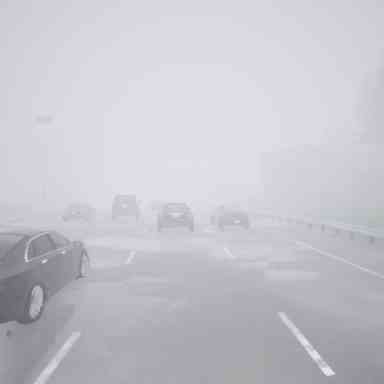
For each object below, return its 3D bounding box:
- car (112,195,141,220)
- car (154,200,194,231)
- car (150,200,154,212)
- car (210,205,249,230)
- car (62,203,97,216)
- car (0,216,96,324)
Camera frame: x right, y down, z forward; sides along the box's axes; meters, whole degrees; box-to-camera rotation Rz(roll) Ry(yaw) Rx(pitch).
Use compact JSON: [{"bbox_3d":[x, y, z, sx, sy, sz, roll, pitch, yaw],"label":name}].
[{"bbox_3d":[-5.537,1.233,28.243,2.150,2.045,5.566,0,0,-8],"label":"car"},{"bbox_3d":[-1.102,1.355,20.580,2.097,1.767,4.553,0,0,-6],"label":"car"},{"bbox_3d":[-3.951,1.610,39.779,1.895,1.301,4.718,0,0,-11],"label":"car"},{"bbox_3d":[2.354,1.522,21.256,1.812,1.442,4.674,0,0,-6],"label":"car"},{"bbox_3d":[-8.770,1.566,26.178,2.033,1.411,5.357,0,0,-8],"label":"car"},{"bbox_3d":[-3.632,1.512,7.085,1.837,1.490,4.892,0,0,-2],"label":"car"}]
